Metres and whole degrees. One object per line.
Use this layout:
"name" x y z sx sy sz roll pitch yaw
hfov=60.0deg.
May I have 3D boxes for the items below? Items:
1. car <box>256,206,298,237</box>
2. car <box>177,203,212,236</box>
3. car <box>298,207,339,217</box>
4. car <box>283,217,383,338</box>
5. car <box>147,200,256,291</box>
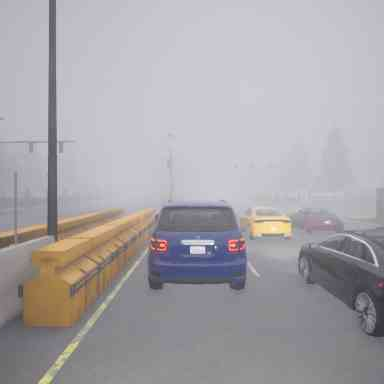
"car" 3.628 1.478 17.240 1.882 1.535 5.008 0 0 0
"car" 0.133 1.506 19.717 1.837 1.490 4.892 0 0 0
"car" 7.134 1.564 19.533 1.994 1.385 4.181 0 0 0
"car" 3.607 1.492 6.574 2.128 1.511 4.902 0 0 0
"car" 0.116 1.221 9.154 2.150 2.045 5.566 0 0 0
